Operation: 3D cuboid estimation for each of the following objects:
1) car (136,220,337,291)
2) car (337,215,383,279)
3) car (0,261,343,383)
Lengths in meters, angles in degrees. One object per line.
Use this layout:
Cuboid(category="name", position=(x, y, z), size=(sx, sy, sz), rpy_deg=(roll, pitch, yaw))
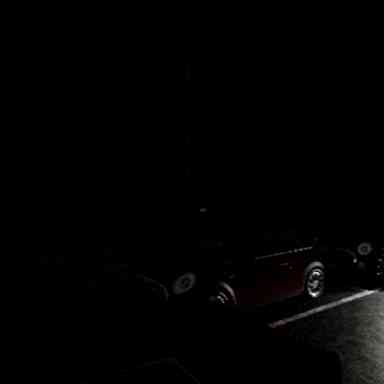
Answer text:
Cuboid(category="car", position=(0.819, 1.442, 6.770), size=(4.097, 1.590, 1.967), rpy_deg=(0, 0, -35))
Cuboid(category="car", position=(5.306, 1.446, 9.969), size=(4.097, 1.590, 1.967), rpy_deg=(0, 0, -35))
Cuboid(category="car", position=(-1.111, 1.601, 2.305), size=(4.718, 1.301, 1.895), rpy_deg=(0, 0, -34))
